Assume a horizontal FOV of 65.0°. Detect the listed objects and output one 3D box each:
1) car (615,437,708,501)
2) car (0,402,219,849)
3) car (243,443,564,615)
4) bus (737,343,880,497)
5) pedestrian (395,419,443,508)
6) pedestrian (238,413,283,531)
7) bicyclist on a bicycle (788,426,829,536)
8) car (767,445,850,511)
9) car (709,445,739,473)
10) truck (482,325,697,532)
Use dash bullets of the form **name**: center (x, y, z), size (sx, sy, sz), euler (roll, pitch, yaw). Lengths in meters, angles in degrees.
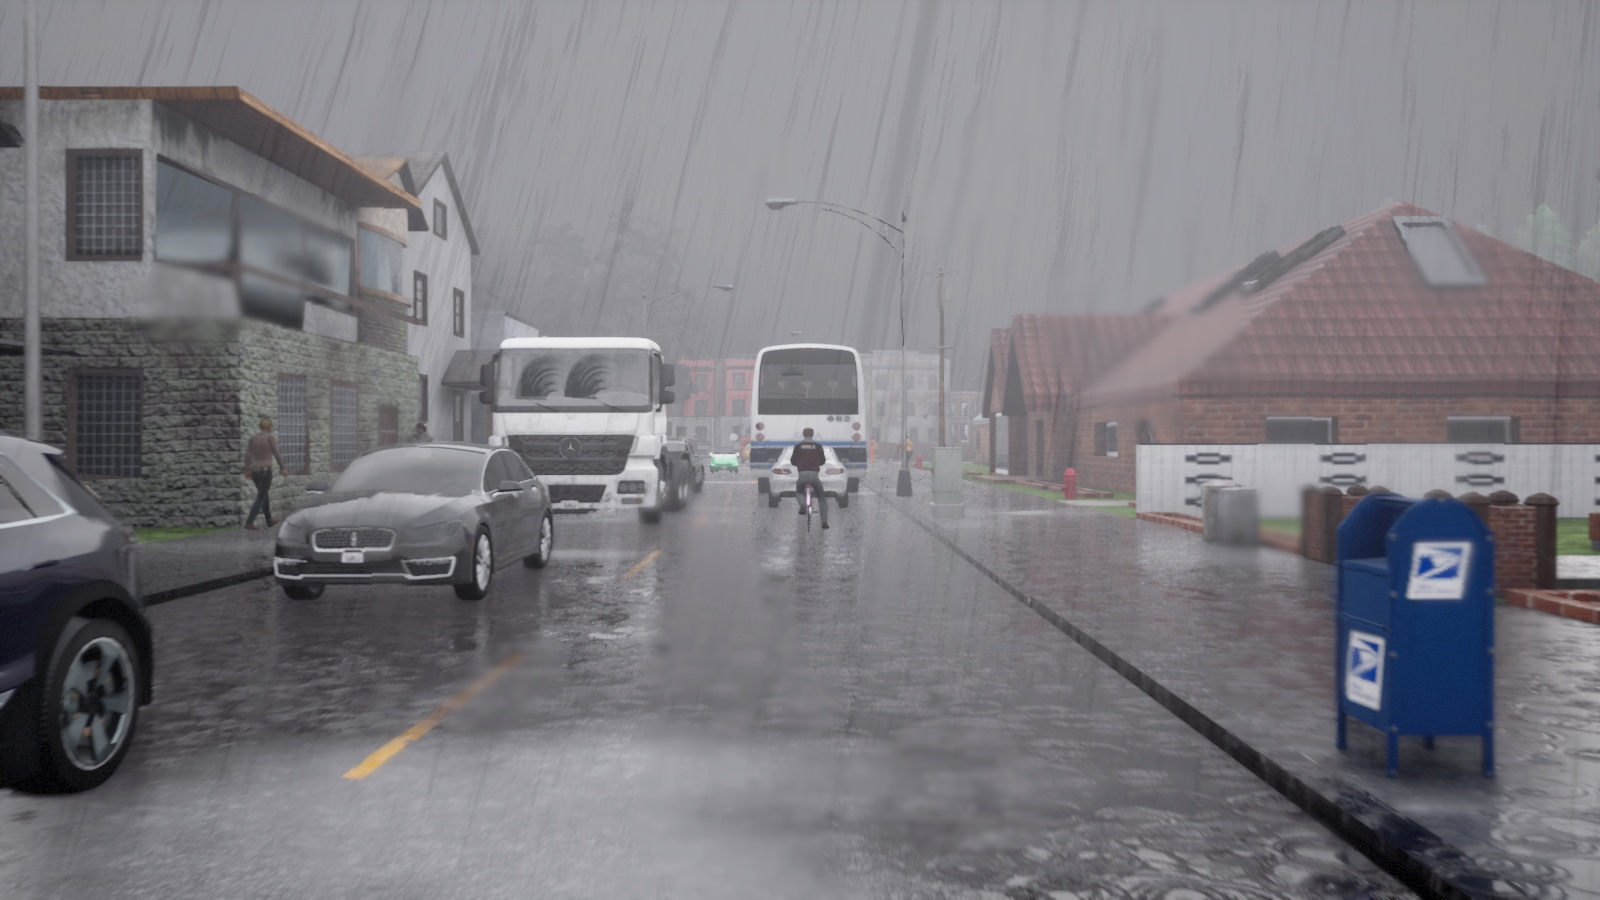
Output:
- **car**: center (-3.770, 0.476, 35.056), size (2.033, 1.649, 4.856), euler (0, 0, 0)
- **car**: center (-3.970, 0.651, 3.961), size (2.033, 1.649, 4.856), euler (0, 0, 0)
- **car**: center (-3.905, 0.673, 13.351), size (1.837, 1.490, 4.892), euler (0, 0, 0)
- **bus**: center (0.269, -0.854, 39.879), size (3.944, 4.253, 10.273), euler (0, 0, 0)
- **pedestrian**: center (-8.448, 0.292, 27.856), size (0.659, 1.952, 0.873), euler (0, 0, 13)
- **pedestrian**: center (-8.594, 0.336, 20.016), size (0.331, 1.846, 0.634), euler (0, 0, 17)
- **bicyclist on a bicycle**: center (0.144, 0.498, 21.188), size (0.659, 1.776, 1.843), euler (0, 1, 0)
- **car**: center (0.200, 0.603, 30.054), size (1.812, 1.442, 4.674), euler (0, 0, 0)
- **car**: center (-3.788, 0.445, 62.661), size (1.481, 1.376, 2.207), euler (0, 0, -3)
- **truck**: center (-3.829, -0.379, 24.913), size (2.891, 3.462, 7.936), euler (0, 0, 0)
